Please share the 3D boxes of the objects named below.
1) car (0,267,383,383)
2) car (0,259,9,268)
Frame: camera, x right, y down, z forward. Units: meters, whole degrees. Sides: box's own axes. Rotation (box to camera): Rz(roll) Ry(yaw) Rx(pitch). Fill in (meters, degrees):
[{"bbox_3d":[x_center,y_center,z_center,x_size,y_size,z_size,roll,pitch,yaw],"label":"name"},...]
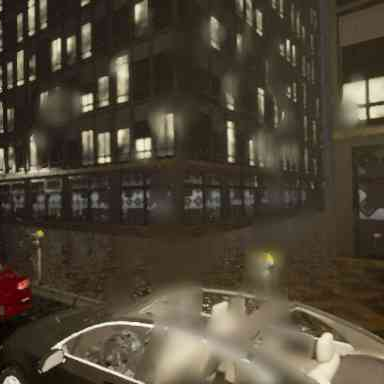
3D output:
[{"bbox_3d":[-0.072,1.569,2.938,4.403,1.369,2.008,-1,-1,36],"label":"car"},{"bbox_3d":[-4.611,1.662,6.177,4.206,1.307,1.802,-1,-1,36],"label":"car"}]
